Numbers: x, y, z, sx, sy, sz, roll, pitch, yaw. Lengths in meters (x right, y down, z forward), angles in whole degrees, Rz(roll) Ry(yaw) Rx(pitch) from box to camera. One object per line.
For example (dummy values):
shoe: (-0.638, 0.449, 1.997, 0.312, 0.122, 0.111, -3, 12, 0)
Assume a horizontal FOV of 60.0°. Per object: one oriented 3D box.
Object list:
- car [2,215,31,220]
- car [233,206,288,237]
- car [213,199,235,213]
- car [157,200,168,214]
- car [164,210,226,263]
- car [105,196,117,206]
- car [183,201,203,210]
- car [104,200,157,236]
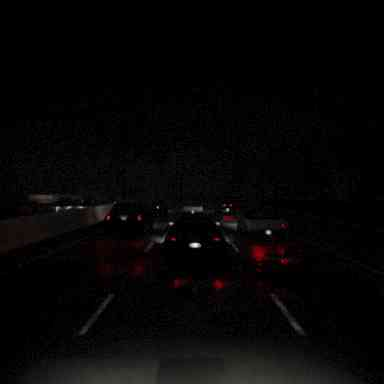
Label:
car: (-10.601, 1.544, 17.879, 2.033, 1.411, 5.357, 0, 0, 0)
car: (3.599, 1.597, 17.852, 1.895, 1.301, 4.718, 0, 0, 0)
car: (3.444, 1.497, 35.440, 1.837, 1.490, 4.892, 0, 0, -2)
car: (-3.578, 1.556, 35.928, 1.994, 1.385, 4.181, 0, 0, -2)
car: (0.095, 1.561, 11.941, 1.994, 1.385, 4.181, 0, 0, 0)
car: (-13.135, 1.492, 54.182, 1.837, 1.490, 4.892, 1, 0, -13)
car: (0.021, 1.593, 33.814, 1.895, 1.301, 4.718, 0, 0, -1)
car: (-3.401, 1.348, 18.679, 2.097, 1.767, 4.553, 0, 0, 0)
